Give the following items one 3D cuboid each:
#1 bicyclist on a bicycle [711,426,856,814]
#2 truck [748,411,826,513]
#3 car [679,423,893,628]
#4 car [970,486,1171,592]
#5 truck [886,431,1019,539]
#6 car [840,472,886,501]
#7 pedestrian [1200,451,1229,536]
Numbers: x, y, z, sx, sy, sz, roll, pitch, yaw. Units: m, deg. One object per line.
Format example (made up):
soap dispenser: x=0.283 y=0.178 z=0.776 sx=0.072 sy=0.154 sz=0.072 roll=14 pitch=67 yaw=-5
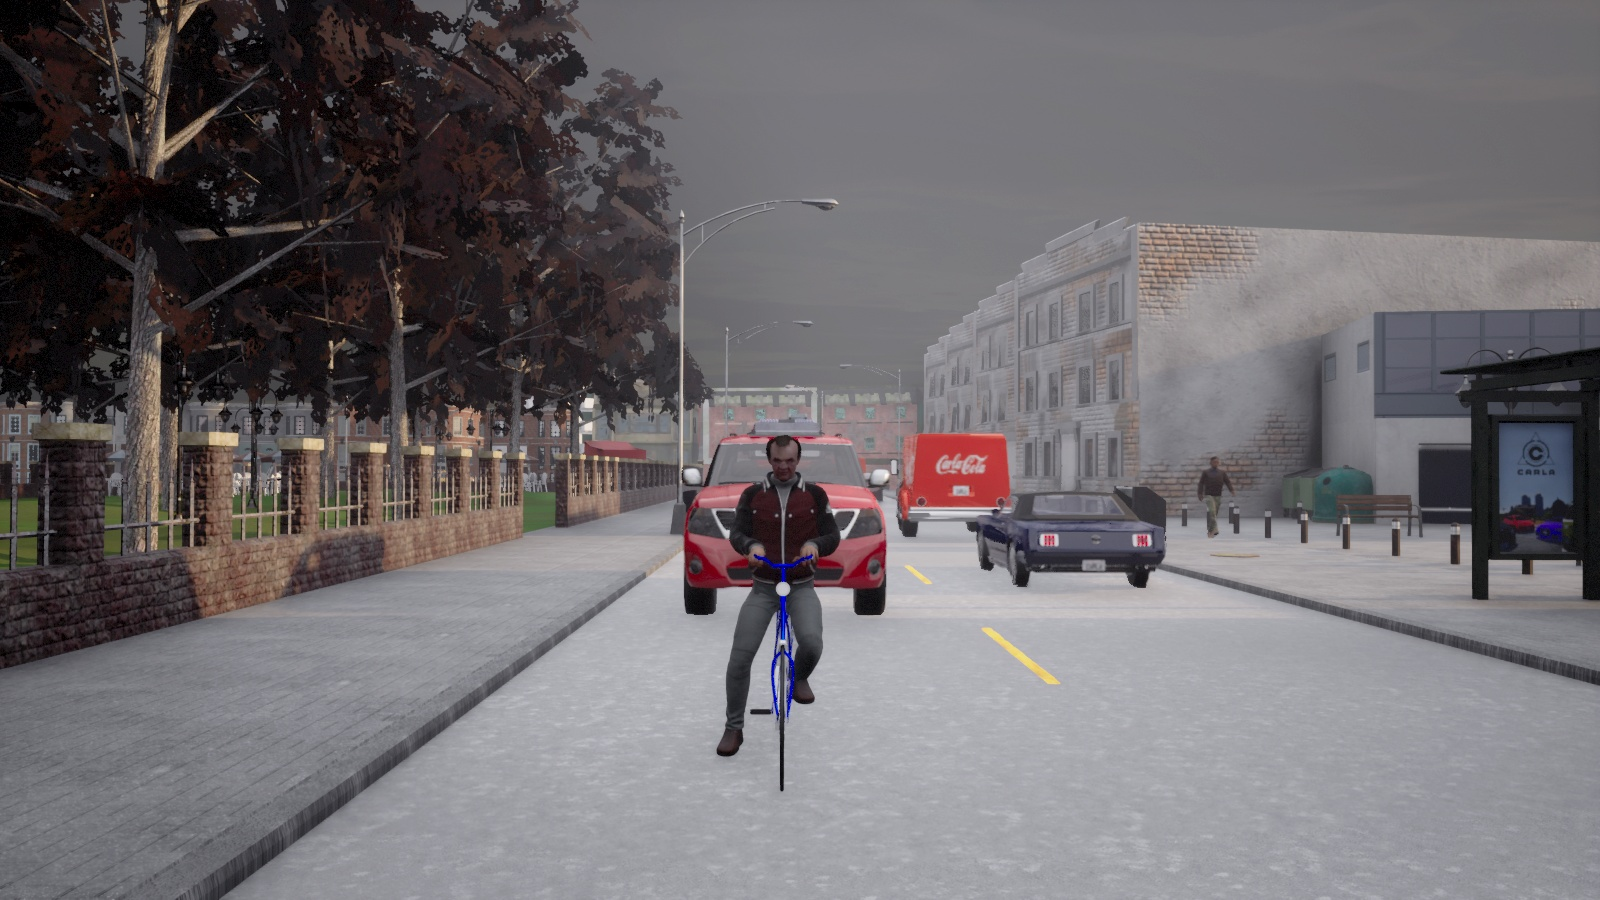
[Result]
bicyclist on a bicycle: x=-0.083 y=0.798 z=6.689 sx=0.659 sy=1.776 sz=1.843 roll=0 pitch=-1 yaw=-1
truck: x=-0.542 y=0.512 z=51.335 sx=2.891 sy=3.827 sz=8.468 roll=0 pitch=-1 yaw=-1
car: x=-0.171 y=0.790 z=15.394 sx=2.150 sy=2.045 sz=5.566 roll=0 pitch=-1 yaw=-1
car: x=3.801 y=1.210 z=18.534 sx=1.895 sy=1.301 sz=4.718 roll=0 pitch=-1 yaw=-1
truck: x=3.673 y=0.838 z=31.349 sx=2.627 sy=2.467 sz=5.204 roll=0 pitch=-1 yaw=-1
car: x=3.292 y=1.919 z=66.735 sx=2.163 sy=1.488 sz=4.792 roll=0 pitch=-1 yaw=-1
pedestrian: x=9.138 y=0.952 z=27.716 sx=0.431 sy=1.840 sz=0.703 roll=0 pitch=-1 yaw=4
